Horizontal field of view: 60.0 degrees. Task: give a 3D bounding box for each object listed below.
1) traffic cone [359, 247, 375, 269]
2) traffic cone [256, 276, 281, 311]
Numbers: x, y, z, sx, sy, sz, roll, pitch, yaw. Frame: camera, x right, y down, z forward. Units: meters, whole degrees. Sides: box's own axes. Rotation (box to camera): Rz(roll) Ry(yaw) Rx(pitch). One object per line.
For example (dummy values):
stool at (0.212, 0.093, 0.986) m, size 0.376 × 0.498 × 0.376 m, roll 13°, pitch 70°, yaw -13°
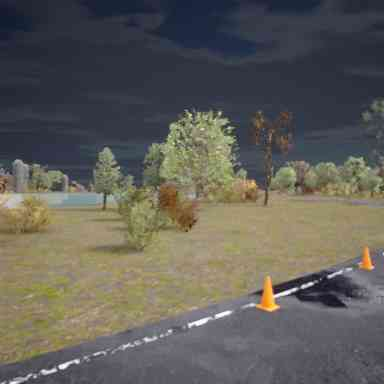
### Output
traffic cone at (5.074, 1.901, 9.658) m, size 0.340 × 0.580 × 0.340 m, roll 0°, pitch 0°, yaw -44°
traffic cone at (1.472, 1.929, 6.422) m, size 0.340 × 0.580 × 0.340 m, roll 0°, pitch 0°, yaw -40°
